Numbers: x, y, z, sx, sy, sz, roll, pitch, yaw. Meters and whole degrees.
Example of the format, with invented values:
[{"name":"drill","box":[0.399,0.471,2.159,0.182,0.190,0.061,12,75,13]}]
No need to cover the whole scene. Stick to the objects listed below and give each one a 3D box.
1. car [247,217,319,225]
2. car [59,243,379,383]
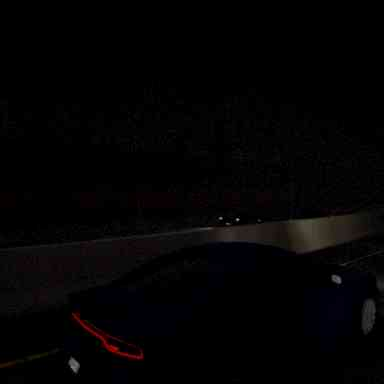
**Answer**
[{"name":"car","box":[5.501,1.466,18.271,4.902,1.511,2.128,0,0,-43]},{"name":"car","box":[0.811,1.473,4.714,5.008,1.535,1.882,0,0,-39]}]
